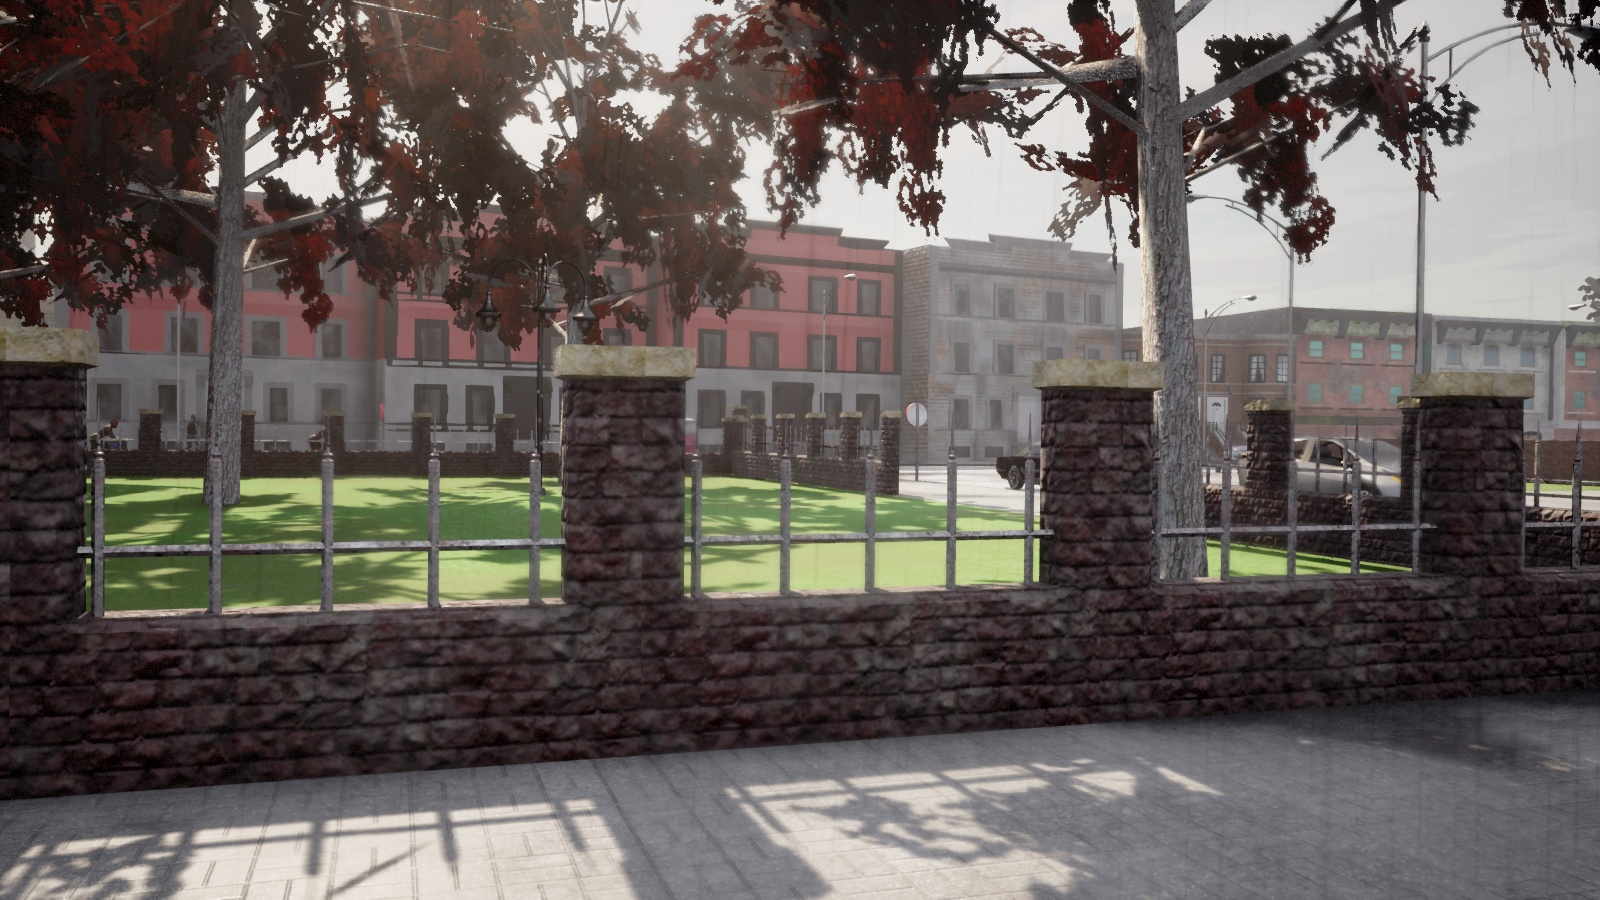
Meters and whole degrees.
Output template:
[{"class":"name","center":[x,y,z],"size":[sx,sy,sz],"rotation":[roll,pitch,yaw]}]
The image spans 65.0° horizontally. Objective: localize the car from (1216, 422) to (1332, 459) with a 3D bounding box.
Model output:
[{"class":"car","center":[22.012,-0.459,58.345],"size":[4.856,1.649,2.033],"rotation":[-1,1,-18]}]

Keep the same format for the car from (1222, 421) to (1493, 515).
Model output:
[{"class":"car","center":[10.067,0.260,23.108],"size":[2.007,1.525,4.514],"rotation":[-1,1,-20]}]

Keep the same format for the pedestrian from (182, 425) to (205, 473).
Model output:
[{"class":"pedestrian","center":[-23.546,-0.032,48.784],"size":[0.720,1.854,0.376],"rotation":[-1,1,-15]}]

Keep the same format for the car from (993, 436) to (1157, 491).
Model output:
[{"class":"car","center":[6.994,0.294,32.525],"size":[1.895,1.301,4.718],"rotation":[-1,1,-20]}]

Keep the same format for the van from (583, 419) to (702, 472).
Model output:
[{"class":"van","center":[-6.178,-0.182,49.147],"size":[4.442,1.987,1.775],"rotation":[-1,1,-14]}]
